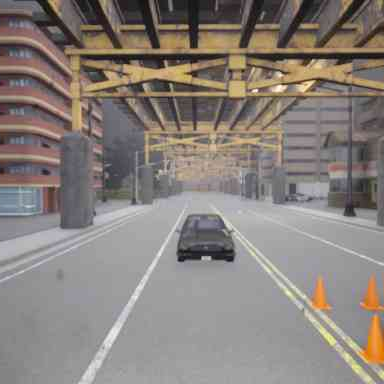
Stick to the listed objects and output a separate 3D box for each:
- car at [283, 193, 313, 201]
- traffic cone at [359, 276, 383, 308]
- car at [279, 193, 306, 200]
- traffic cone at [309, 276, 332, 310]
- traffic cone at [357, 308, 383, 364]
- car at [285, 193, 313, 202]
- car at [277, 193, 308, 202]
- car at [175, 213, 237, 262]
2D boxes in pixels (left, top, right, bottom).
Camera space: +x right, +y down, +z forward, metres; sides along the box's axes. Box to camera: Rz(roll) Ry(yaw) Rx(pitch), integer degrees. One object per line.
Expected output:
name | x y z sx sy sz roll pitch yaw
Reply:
car | 17.865 0.800 56.126 4.536 1.218 1.853 0 1 -19
traffic cone | 3.498 1.943 6.473 0.340 0.580 0.340 0 0 1
car | 18.238 0.750 60.241 4.536 1.218 1.853 0 1 26
traffic cone | 2.499 1.943 6.484 0.340 0.580 0.340 0 0 1
traffic cone | 2.476 1.948 4.485 0.340 0.580 0.340 0 0 1
car | 17.817 0.958 56.111 4.974 1.542 2.038 0 1 -19
car | 18.191 0.907 60.265 4.974 1.542 2.038 0 1 26
car | 0.451 1.515 12.248 2.033 1.411 5.357 0 0 1
